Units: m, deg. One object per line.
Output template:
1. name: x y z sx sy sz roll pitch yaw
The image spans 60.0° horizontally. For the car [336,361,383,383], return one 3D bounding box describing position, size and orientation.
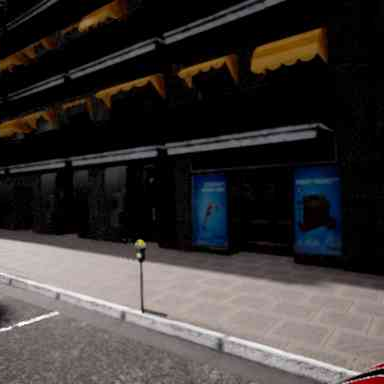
1. car: 2.424 1.432 1.164 4.097 1.590 1.967 0 -1 36
